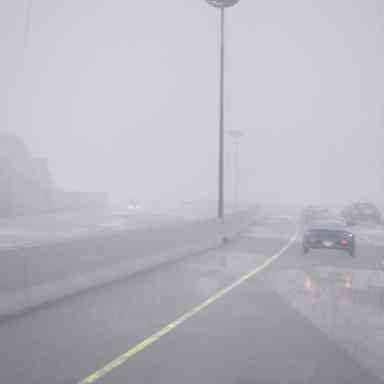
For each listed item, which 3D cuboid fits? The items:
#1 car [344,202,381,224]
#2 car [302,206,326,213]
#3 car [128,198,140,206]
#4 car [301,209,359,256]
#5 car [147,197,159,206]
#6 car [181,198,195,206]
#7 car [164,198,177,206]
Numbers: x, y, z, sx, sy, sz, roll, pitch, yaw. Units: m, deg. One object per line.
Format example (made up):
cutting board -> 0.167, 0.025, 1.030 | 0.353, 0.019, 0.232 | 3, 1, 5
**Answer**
car -> 13.977, 1.656, 27.769 | 2.097, 1.767, 4.553 | 1, 0, 12
car -> 10.556, 1.875, 28.444 | 1.895, 1.301, 4.718 | 1, 0, 12
car -> -10.968, 1.860, 62.868 | 1.895, 1.301, 4.718 | 1, 0, -16
car -> 5.708, 1.664, 13.856 | 1.812, 1.442, 4.674 | 0, 0, 23
car -> -7.405, 1.773, 63.014 | 1.882, 1.535, 5.008 | 1, -1, -15
car -> -0.836, 1.903, 65.549 | 1.812, 1.442, 4.674 | 1, -1, -16
car -> -4.166, 1.863, 64.450 | 1.812, 1.442, 4.674 | 1, -1, -15
